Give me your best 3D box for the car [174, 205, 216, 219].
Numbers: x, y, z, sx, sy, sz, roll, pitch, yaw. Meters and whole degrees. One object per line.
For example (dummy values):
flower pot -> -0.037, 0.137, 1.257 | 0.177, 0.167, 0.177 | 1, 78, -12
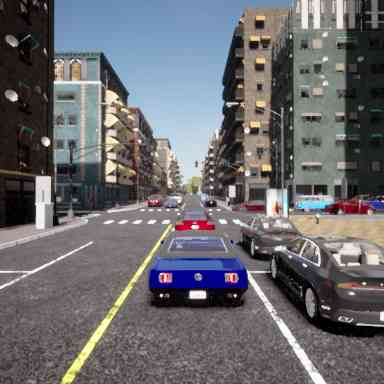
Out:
car -> 0.140, 1.569, 17.210 | 1.994, 1.385, 4.181 | 0, 0, 0

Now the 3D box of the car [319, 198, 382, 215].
car -> 13.780, 1.412, 29.133 | 4.206, 1.307, 1.802 | 0, 0, 1

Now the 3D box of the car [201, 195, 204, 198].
car -> 2.849, 1.601, 56.294 | 1.802, 1.307, 4.206 | 1, 0, 0

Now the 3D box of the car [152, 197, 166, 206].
car -> -5.530, 1.564, 56.357 | 1.887, 1.381, 4.507 | 1, 0, 0

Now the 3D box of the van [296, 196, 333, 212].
van -> 13.863, 1.295, 37.514 | 3.998, 1.788, 1.690 | 0, 0, 1

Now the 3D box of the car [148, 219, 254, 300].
car -> 0.121, 1.603, 8.347 | 1.895, 1.301, 4.718 | 0, 0, 0

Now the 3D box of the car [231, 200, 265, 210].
car -> 6.876, 1.517, 34.998 | 5.357, 1.411, 2.033 | 0, -1, 1

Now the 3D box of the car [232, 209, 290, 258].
car -> 2.863, 1.554, 12.530 | 2.008, 1.369, 4.403 | 1, 0, 0

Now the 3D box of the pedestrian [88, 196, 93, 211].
pedestrian -> -12.421, 1.346, 40.729 | 0.375, 1.860, 0.375 | 0, 0, 1

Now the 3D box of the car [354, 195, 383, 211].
car -> 19.331, 1.226, 34.878 | 4.553, 1.767, 2.097 | 0, -1, 1

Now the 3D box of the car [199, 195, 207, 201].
car -> 2.938, 1.578, 89.721 | 1.887, 1.381, 4.507 | 1, 0, 0

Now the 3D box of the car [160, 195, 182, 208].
car -> -2.974, 1.564, 48.709 | 2.033, 1.411, 5.357 | 0, 0, 1

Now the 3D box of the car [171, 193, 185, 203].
car -> -2.923, 1.242, 58.710 | 2.150, 2.045, 5.566 | 0, 0, 1

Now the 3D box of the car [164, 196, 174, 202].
car -> -5.471, 1.595, 78.641 | 1.947, 1.339, 4.313 | 1, 0, 0

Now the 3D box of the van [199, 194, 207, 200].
van -> 2.911, 1.370, 78.580 | 1.690, 1.788, 3.998 | 1, 0, 0

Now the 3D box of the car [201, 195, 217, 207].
car -> 2.835, 1.583, 50.724 | 1.947, 1.339, 4.313 | 1, 0, 0

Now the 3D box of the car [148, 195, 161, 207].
car -> -5.541, 1.332, 50.786 | 2.192, 1.841, 5.009 | 1, 0, 0

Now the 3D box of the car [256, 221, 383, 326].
car -> 2.848, 1.553, 6.960 | 2.008, 1.369, 4.403 | 1, 0, 0

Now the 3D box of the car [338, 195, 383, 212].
car -> 19.390, 1.226, 37.460 | 5.009, 1.841, 2.192 | 0, 0, 1

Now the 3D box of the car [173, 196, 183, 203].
car -> -2.827, 1.588, 68.652 | 1.994, 1.385, 4.181 | 0, 0, 0

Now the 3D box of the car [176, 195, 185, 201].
car -> -2.783, 1.519, 81.979 | 1.837, 1.490, 4.892 | 0, 0, 0
